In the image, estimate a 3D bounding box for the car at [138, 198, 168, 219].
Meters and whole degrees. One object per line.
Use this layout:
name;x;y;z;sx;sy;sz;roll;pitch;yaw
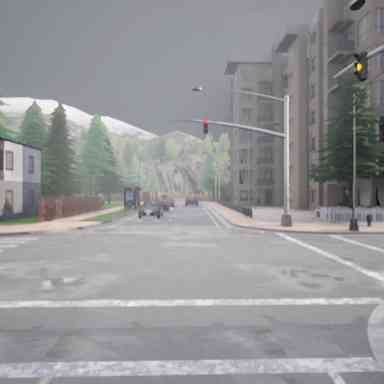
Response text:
car;-3.610;1.508;29.843;2.128;1.511;4.902;0;0;0

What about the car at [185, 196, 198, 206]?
car;-0.033;1.383;54.246;2.097;1.767;4.553;0;0;0

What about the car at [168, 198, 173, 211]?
car;-3.614;1.623;39.074;1.895;1.301;4.718;0;0;0

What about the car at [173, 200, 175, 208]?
car;-3.601;1.592;49.365;1.994;1.385;4.181;0;0;0
